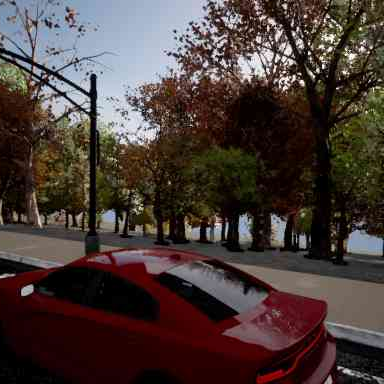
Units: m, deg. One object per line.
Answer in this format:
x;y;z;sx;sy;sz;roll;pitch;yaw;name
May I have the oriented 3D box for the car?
-0.859;1.477;4.289;5.008;1.535;1.882;0;0;35;car
